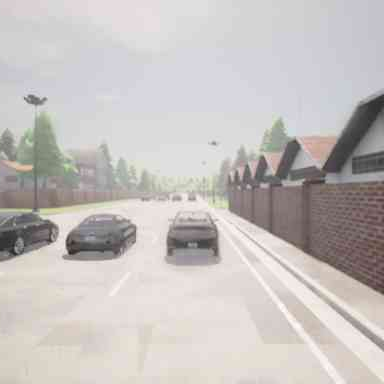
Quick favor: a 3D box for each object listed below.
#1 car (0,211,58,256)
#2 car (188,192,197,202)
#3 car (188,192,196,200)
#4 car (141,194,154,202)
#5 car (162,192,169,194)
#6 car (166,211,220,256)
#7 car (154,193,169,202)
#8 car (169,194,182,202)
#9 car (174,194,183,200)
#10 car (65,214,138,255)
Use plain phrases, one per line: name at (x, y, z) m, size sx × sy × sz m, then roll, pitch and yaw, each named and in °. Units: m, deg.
car at (-6.949, 1.497, 13.067) m, size 1.837 × 1.490 × 4.892 m, roll 0°, pitch 0°, yaw 1°
car at (0.024, 1.412, 76.771) m, size 1.882 × 1.535 × 5.008 m, roll 0°, pitch 0°, yaw 0°
car at (0.028, 1.077, 87.251) m, size 2.150 × 2.045 × 5.566 m, roll 0°, pitch 0°, yaw 0°
car at (-10.476, 1.412, 75.975) m, size 1.882 × 1.535 × 5.008 m, roll 0°, pitch 0°, yaw 0°
car at (-6.972, 1.077, 87.253) m, size 2.150 × 2.045 × 5.566 m, roll 0°, pitch 0°, yaw 0°
car at (0.050, 1.482, 13.043) m, size 2.128 × 1.511 × 4.902 m, roll 0°, pitch 0°, yaw 1°
car at (-6.976, 1.529, 77.156) m, size 1.895 × 1.301 × 4.718 m, roll 0°, pitch 0°, yaw 0°
car at (-3.476, 1.290, 76.359) m, size 2.097 × 1.767 × 4.553 m, roll 0°, pitch 0°, yaw 0°
car at (-3.473, 1.326, 86.391) m, size 2.033 × 1.411 × 5.357 m, roll 0°, pitch 0°, yaw 0°
car at (-3.447, 1.555, 13.357) m, size 1.994 × 1.385 × 4.181 m, roll 0°, pitch 0°, yaw 1°
